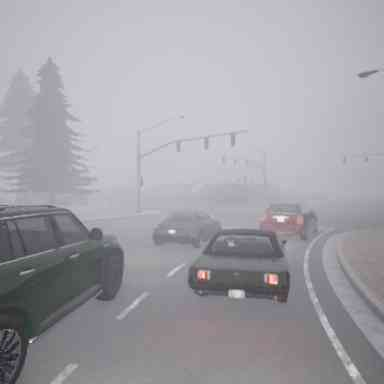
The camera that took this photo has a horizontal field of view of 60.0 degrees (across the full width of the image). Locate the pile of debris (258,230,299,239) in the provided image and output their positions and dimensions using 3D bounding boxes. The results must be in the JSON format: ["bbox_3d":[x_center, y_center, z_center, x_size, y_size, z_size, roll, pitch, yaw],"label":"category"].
[{"bbox_3d":[4.249,2.056,16.200,1.500,0.140,1.860,0,0,29],"label":"pile of debris"}]

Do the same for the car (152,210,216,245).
[{"bbox_3d":[-0.069,1.468,14.538,1.994,1.385,4.181,0,0,20],"label":"car"}]

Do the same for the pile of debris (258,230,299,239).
[{"bbox_3d":[4.249,2.056,16.200,1.500,0.140,1.860,0,0,29],"label":"pile of debris"}]

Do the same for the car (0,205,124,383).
[{"bbox_3d":[-2.854,1.196,5.141,2.150,2.045,5.566,0,0,7],"label":"car"}]

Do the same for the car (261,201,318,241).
[{"bbox_3d":[4.869,1.229,16.434,2.097,1.767,4.553,0,0,28],"label":"car"}]

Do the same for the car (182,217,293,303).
[{"bbox_3d":[1.355,1.543,8.174,1.895,1.301,4.718,0,0,14],"label":"car"}]
